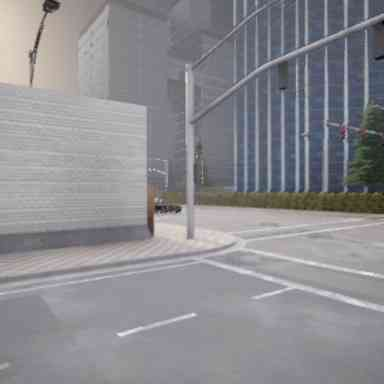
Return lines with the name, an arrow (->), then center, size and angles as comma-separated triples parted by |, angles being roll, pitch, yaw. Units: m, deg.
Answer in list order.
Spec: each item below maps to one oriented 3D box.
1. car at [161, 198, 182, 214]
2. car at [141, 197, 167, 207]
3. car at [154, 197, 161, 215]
car -> -2.996, 1.562, 34.385 | 1.895, 1.301, 4.718 | 0, 0, -36
car -> -5.775, 1.449, 50.441 | 1.812, 1.442, 4.674 | 0, 0, -36
car -> -5.156, 1.485, 31.387 | 1.837, 1.490, 4.892 | 0, 0, -36
